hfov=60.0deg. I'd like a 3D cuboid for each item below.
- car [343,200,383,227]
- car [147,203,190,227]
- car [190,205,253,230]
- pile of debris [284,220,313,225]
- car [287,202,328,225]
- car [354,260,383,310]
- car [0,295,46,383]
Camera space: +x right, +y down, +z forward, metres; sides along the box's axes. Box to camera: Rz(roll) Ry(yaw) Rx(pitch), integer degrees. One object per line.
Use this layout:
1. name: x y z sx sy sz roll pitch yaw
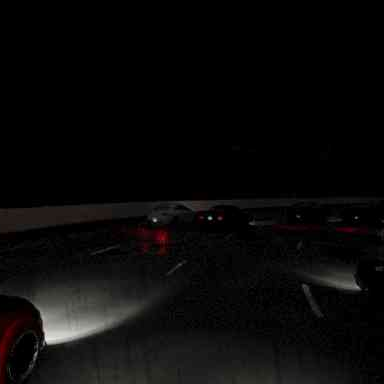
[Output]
1. car: 12.066 1.514 23.443 1.882 1.535 5.008 0 0 36
2. car: -1.214 1.484 22.238 1.812 1.442 4.674 0 0 26
3. car: 2.199 1.528 20.982 2.033 1.411 5.357 0 0 28
4. pile of debris: 7.655 2.185 23.807 1.500 0.140 1.860 0 0 34
5. car: 8.546 1.488 24.402 1.882 1.535 5.008 1 0 34
6. car: 4.055 1.565 4.683 2.033 1.411 5.357 0 0 9
7. car: -2.995 1.541 2.674 1.994 1.385 4.181 0 0 4
